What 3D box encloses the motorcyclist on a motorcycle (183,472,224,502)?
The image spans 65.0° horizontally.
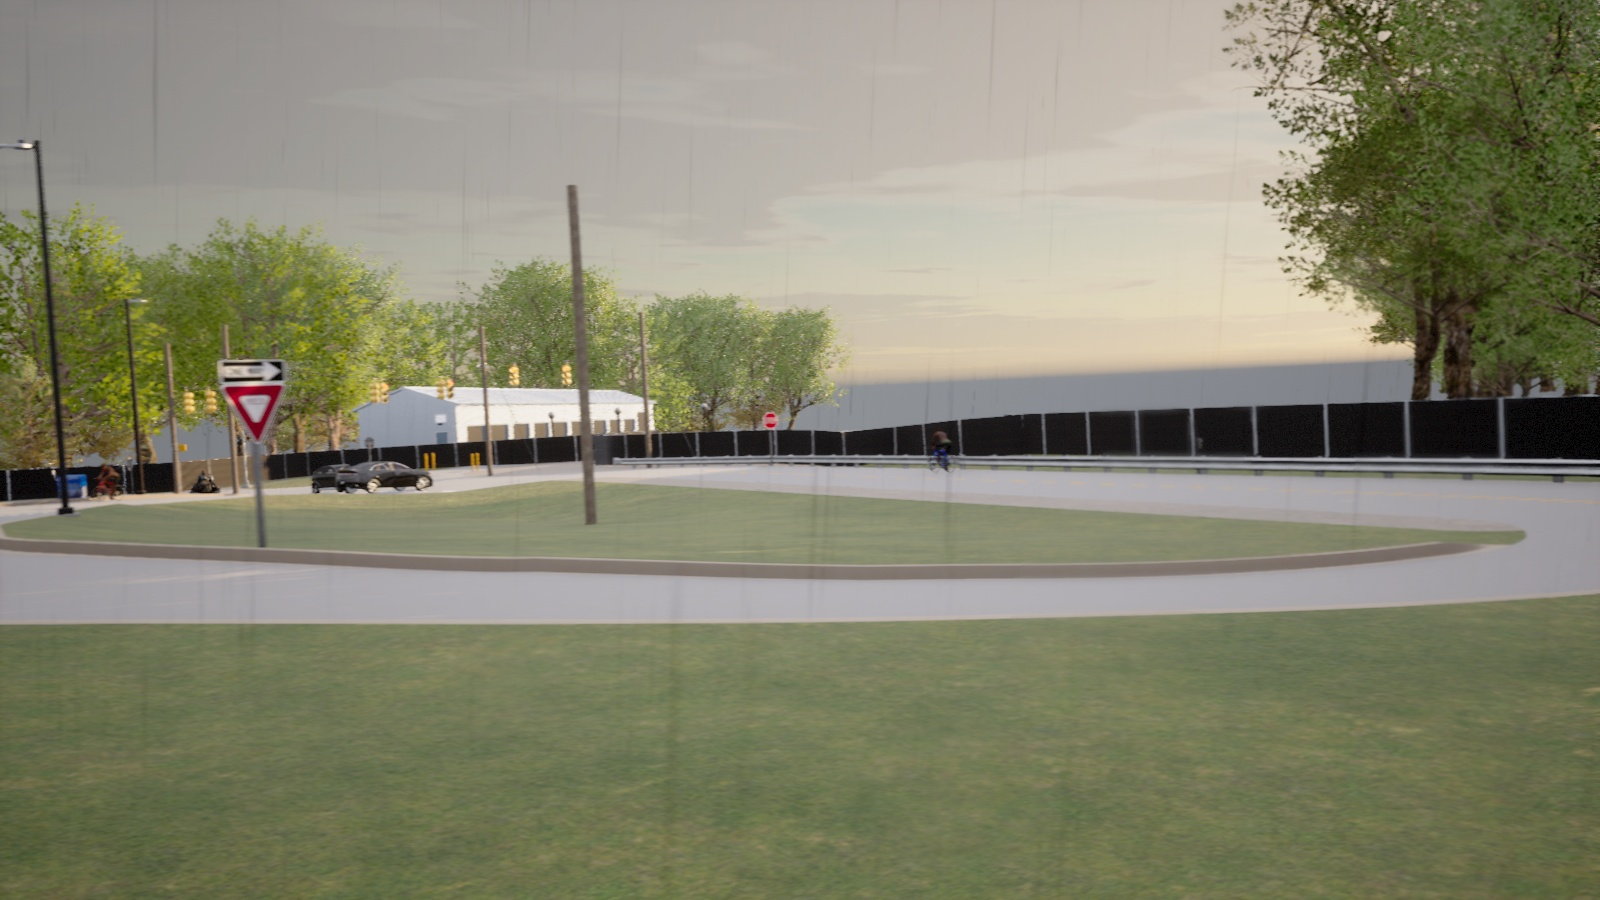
[{"bbox_3d":[-34.153,2.116,71.941,1.817,1.590,0.866,-2,3,0],"label":"motorcyclist on a motorcycle"}]

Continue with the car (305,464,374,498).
[{"bbox_3d":[-25.363,1.702,69.102,3.705,1.549,1.789,-5,1,40],"label":"car"}]

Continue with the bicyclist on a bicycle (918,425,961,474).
[{"bbox_3d":[4.775,-0.001,43.199,0.582,1.620,1.656,-4,1,-26],"label":"bicyclist on a bicycle"}]

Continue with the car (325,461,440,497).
[{"bbox_3d":[-19.864,1.353,59.888,2.128,1.511,4.902,-1,0,33],"label":"car"}]

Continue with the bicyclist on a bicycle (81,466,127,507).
[{"bbox_3d":[-28.882,1.500,52.134,0.582,1.620,1.656,-2,1,17],"label":"bicyclist on a bicycle"}]
